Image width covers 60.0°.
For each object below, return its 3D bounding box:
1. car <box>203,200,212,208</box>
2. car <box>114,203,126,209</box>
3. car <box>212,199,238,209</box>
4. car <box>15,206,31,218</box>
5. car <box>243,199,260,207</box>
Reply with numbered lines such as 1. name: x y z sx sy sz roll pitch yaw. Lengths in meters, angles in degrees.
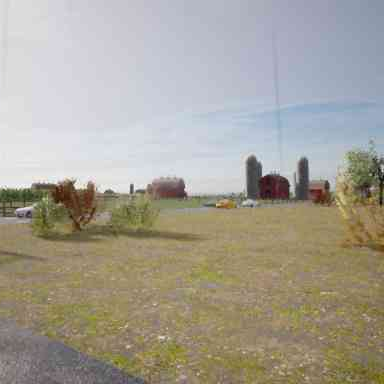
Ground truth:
1. car: 4.145 2.170 60.143 2.033 1.411 5.357 -1 -1 36
2. car: -7.993 1.888 43.350 2.128 1.511 4.902 -1 -1 36
3. car: 5.988 2.020 56.634 1.882 1.535 5.008 -1 -1 36
4. car: -15.208 1.787 33.287 1.812 1.442 4.674 -1 -1 36
5. car: 11.415 2.172 64.255 1.812 1.442 4.674 -1 -1 36
